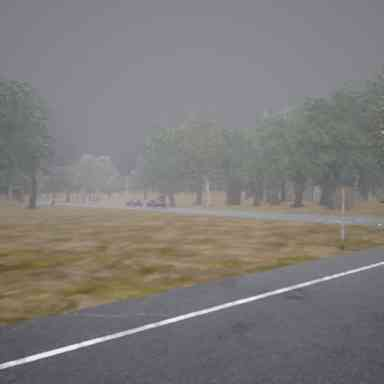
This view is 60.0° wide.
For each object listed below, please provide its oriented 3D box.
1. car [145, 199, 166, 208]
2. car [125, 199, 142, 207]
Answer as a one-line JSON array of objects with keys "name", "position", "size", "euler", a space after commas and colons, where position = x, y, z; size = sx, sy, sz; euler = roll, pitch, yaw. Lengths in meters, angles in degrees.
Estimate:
[{"name": "car", "position": [-6.194, 1.980, 56.350], "size": [1.837, 1.490, 4.892], "euler": [2, -2, -34]}, {"name": "car", "position": [-11.140, 2.122, 63.492], "size": [1.837, 1.490, 4.892], "euler": [2, -2, -34]}]
